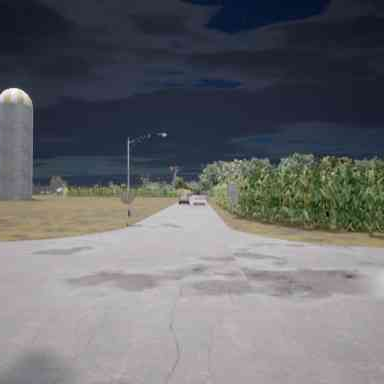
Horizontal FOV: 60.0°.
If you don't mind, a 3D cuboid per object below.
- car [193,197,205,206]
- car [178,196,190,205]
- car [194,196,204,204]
[{"bbox_3d":[1.213,1.680,57.716,1.895,1.301,4.718,0,0,1],"label":"car"},{"bbox_3d":[-1.453,1.559,61.913,1.882,1.535,5.008,0,0,1],"label":"car"},{"bbox_3d":[1.415,1.634,67.690,2.033,1.411,5.357,0,0,1],"label":"car"}]
